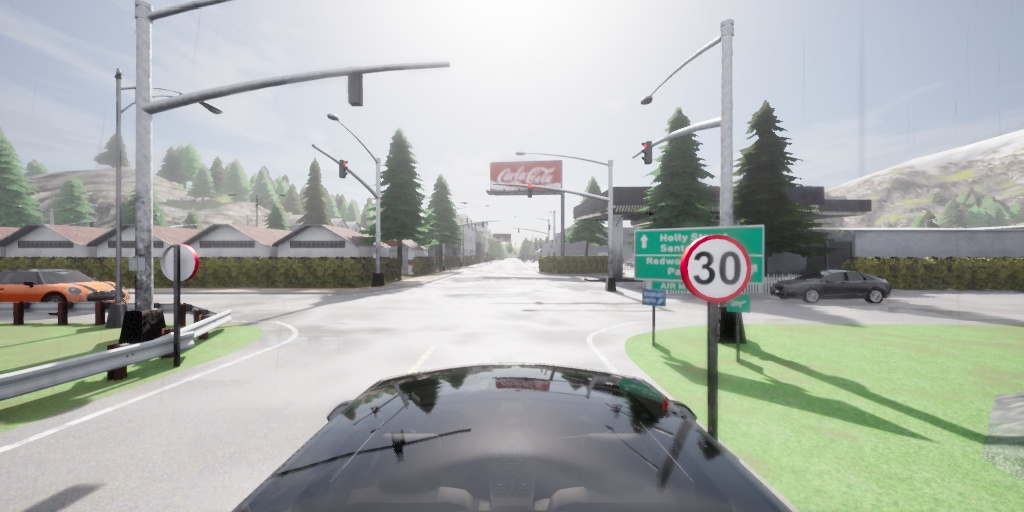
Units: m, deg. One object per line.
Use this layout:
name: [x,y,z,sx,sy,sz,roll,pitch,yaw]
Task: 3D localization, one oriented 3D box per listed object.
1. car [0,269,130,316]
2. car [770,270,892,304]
car: [-17.966,1.294,14.022,4.553,1.767,2.097,0,0,1]
car: [15.212,1.446,17.262,4.892,1.490,1.837,0,0,1]
